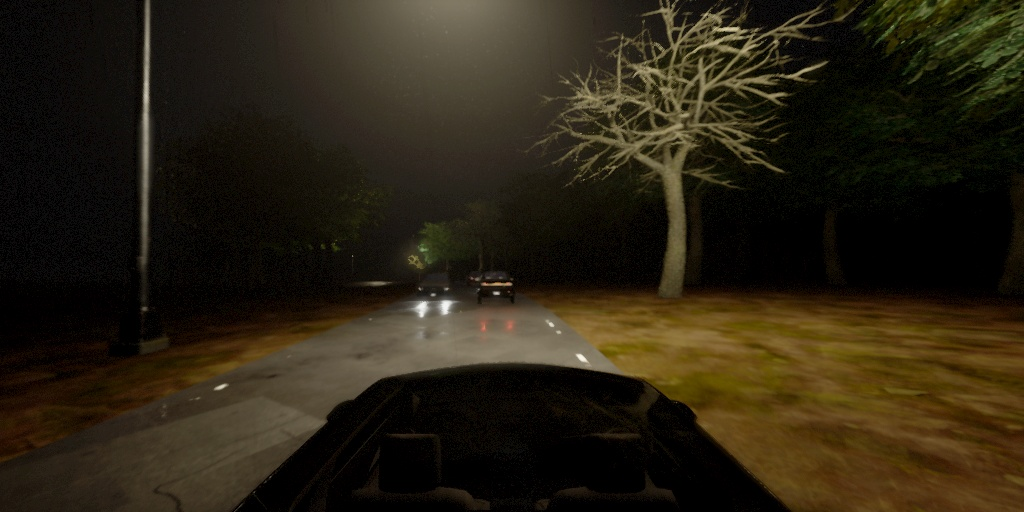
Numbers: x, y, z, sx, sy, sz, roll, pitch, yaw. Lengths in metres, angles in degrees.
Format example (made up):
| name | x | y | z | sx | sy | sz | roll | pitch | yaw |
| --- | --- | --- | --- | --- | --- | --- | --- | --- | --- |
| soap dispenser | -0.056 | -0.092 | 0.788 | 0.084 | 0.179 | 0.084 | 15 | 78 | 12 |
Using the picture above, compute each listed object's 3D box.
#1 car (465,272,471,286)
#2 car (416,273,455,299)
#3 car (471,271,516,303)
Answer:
| name | x | y | z | sx | sy | sz | roll | pitch | yaw |
| --- | --- | --- | --- | --- | --- | --- | --- | --- | --- |
| car | -3.754 | 2.295 | 37.080 | 2.033 | 1.411 | 5.357 | 0 | -3 | -12 |
| car | -4.332 | 1.679 | 21.021 | 2.033 | 1.411 | 5.357 | 0 | -2 | -7 |
| car | -0.903 | 1.556 | 18.730 | 2.128 | 1.511 | 4.902 | 0 | -1 | -5 |
